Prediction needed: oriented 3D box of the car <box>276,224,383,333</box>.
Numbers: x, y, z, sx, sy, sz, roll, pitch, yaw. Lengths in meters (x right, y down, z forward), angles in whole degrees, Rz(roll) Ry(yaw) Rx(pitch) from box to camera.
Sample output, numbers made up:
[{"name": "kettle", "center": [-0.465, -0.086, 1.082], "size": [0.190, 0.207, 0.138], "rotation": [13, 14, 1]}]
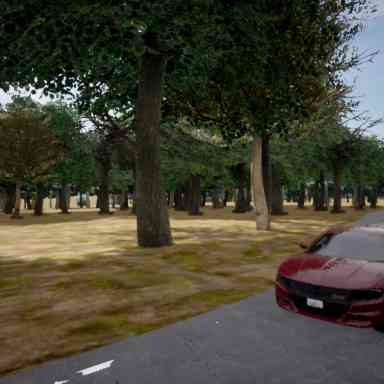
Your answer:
[{"name": "car", "center": [3.583, 1.504, 7.143], "size": [1.882, 1.535, 5.008], "rotation": [0, 0, 41]}]
